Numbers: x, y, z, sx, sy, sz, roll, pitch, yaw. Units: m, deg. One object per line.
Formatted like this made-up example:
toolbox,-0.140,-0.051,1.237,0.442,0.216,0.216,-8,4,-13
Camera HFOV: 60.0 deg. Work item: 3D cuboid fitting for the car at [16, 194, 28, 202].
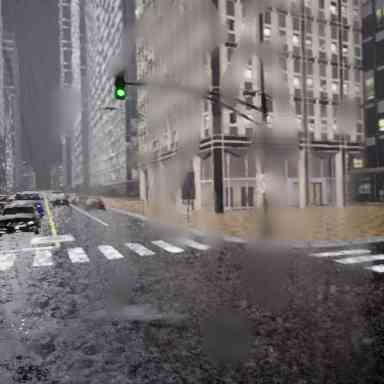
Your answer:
car,-33.340,1.111,65.305,1.887,1.381,4.507,0,0,-24

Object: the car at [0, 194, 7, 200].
car,-17.341,1.150,29.709,2.192,1.841,5.009,0,0,-24

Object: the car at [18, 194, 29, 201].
car,-35.625,1.079,70.391,2.008,1.369,4.403,0,0,-24

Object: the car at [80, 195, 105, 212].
car,-9.725,1.230,33.200,1.802,1.307,4.206,0,0,-24

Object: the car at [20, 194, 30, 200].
car,-37.911,1.056,75.476,1.947,1.339,4.313,0,0,-24

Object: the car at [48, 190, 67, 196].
car,-22.609,0.751,55.467,2.150,2.045,5.566,-1,1,-24

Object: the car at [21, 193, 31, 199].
car,-40.196,0.997,80.561,1.887,1.381,4.507,0,0,-24

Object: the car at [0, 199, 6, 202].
car,-15.056,1.456,24.626,1.802,1.307,4.206,0,0,-24

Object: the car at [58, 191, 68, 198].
car,-32.588,0.579,84.069,2.192,1.841,5.009,0,0,-24

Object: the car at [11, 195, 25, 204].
car,-28.769,1.188,55.135,1.887,1.381,4.507,0,0,-24

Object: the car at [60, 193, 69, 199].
car,-30.302,0.847,78.983,1.887,1.381,4.507,0,0,-24

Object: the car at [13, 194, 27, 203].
car,-31.054,1.155,60.220,2.008,1.369,4.403,0,0,-24

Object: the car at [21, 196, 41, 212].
car,-17.428,1.241,36.213,1.837,1.490,4.892,-1,1,-24

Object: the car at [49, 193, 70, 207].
car,-17.156,1.184,43.395,1.994,1.385,4.181,-1,1,-25

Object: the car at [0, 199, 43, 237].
car,-9.062,1.383,17.569,1.837,1.490,4.892,-1,1,-24

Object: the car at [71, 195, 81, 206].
car,-14.367,1.095,43.530,1.752,1.417,4.829,0,0,-24

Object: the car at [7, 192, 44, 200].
car,-13.172,1.030,26.712,2.150,2.045,5.566,-1,1,-24

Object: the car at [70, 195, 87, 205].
car,-16.584,1.098,48.462,1.947,1.339,4.313,0,0,-24
